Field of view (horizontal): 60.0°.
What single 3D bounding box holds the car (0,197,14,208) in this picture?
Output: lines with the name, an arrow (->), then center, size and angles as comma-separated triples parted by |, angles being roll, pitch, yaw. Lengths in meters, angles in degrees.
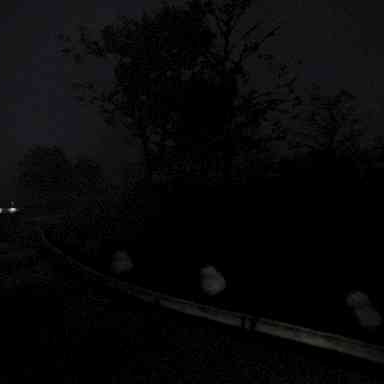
car -> -29.067, 1.612, 51.811 | 2.097, 1.767, 4.553 | 0, 0, -32
